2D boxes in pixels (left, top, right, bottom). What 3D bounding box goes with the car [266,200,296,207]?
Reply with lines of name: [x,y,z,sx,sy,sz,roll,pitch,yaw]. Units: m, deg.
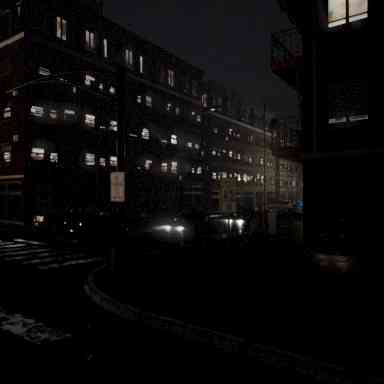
car: [11.715,2.050,44.700,2.150,2.045,5.566,0,-1,35]

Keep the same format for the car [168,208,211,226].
car: [-0.176,2.014,27.780,1.994,1.385,4.181,0,-1,34]

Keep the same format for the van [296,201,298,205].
van: [18.377,2.464,58.855,1.690,1.788,3.998,-1,-2,35]

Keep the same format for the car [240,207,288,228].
car: [5.712,2.048,26.167,1.802,1.307,4.206,-2,-2,35]

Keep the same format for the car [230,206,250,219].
car: [5.537,2.196,35.955,1.994,1.385,4.181,0,-1,34]

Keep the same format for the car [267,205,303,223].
car: [8.969,2.121,30.826,2.008,1.369,4.403,-2,-2,35]

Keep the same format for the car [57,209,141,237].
car: [-5.417,1.885,20.308,1.895,1.301,4.718,0,-1,36]

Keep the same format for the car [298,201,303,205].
car: [17.329,2.134,47.224,2.150,2.045,5.566,0,-1,35]

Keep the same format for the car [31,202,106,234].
car: [-7.679,1.604,21.591,2.192,1.841,5.009,-1,-2,35]
